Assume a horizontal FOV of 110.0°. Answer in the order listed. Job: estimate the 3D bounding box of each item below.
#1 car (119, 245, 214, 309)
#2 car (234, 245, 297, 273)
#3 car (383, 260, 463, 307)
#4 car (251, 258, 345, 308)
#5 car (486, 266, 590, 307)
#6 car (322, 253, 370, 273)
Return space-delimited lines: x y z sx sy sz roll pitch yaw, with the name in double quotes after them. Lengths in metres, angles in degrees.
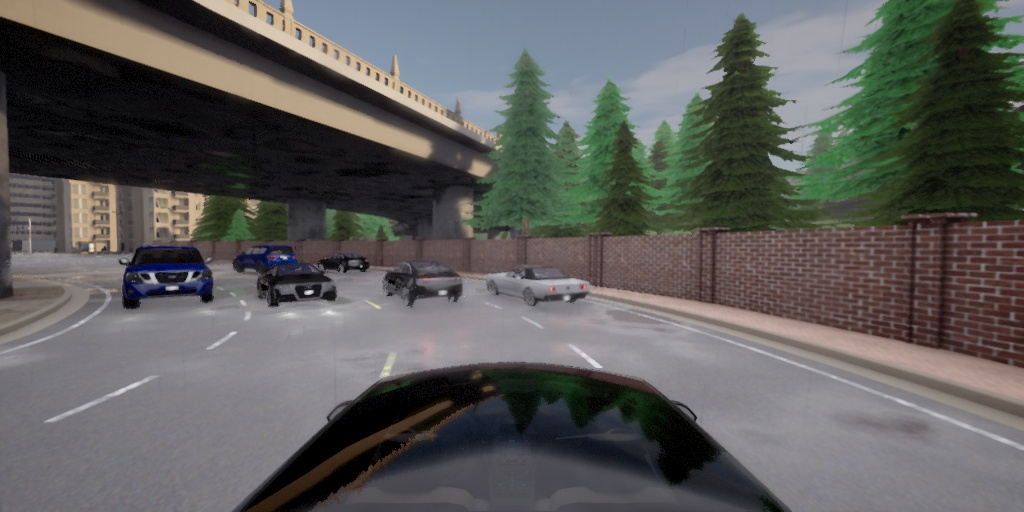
-12.748 0.605 13.312 5.566 2.045 2.150 2 2 44 "car"
-18.182 0.223 26.441 5.566 2.045 2.150 1 2 31 "car"
-3.509 0.901 13.558 2.128 1.511 4.902 -1 2 -32 "car"
-8.040 0.964 13.305 1.994 1.385 4.181 -1 2 -43 "car"
0.723 1.023 13.653 1.895 1.301 4.718 -1 2 -29 "car"
-12.749 0.496 27.010 4.902 1.511 2.128 1 2 35 "car"
